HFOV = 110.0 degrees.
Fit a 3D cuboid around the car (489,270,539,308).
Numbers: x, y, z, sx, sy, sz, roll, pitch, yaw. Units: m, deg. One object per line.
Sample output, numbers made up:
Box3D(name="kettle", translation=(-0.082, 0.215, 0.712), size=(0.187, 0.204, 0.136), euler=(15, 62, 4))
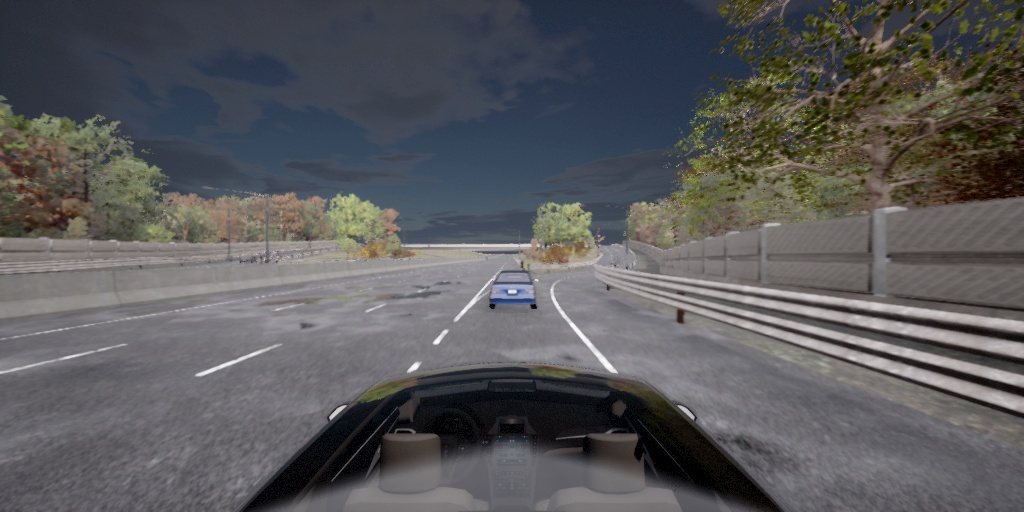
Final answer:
Box3D(name="car", translation=(0.138, 1.301, 15.166), size=(2.033, 1.411, 5.357), euler=(0, 0, 3))
